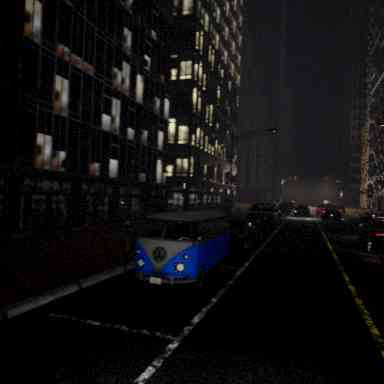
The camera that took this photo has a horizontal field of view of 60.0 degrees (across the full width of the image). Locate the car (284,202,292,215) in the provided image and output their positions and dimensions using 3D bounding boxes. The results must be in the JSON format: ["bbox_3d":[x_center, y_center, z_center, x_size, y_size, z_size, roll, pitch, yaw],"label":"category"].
[{"bbox_3d":[12.706,2.440,46.791,1.802,1.307,4.206,2,0,19],"label":"car"}]

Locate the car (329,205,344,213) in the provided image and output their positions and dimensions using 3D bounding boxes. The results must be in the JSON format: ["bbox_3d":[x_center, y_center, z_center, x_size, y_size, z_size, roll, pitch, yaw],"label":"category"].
[{"bbox_3d":[26.118,3.025,60.229,1.947,1.339,4.313,3,0,19],"label":"car"}]

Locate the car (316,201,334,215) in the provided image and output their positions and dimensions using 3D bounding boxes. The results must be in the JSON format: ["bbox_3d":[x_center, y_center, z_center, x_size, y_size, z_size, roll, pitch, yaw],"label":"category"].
[{"bbox_3d":[19.219,2.468,48.275,2.097,1.767,4.553,2,0,19],"label":"car"}]

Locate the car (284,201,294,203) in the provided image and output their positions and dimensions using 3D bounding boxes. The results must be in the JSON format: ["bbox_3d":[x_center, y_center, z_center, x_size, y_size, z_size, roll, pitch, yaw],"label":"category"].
[{"bbox_3d":[14.536,2.510,52.173,1.887,1.381,4.507,2,0,19],"label":"car"}]

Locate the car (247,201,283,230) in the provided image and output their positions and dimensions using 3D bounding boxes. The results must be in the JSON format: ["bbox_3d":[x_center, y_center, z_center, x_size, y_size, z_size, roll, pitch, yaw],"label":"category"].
[{"bbox_3d":[5.403,1.734,25.261,2.192,1.841,5.009,2,0,19],"label":"car"}]

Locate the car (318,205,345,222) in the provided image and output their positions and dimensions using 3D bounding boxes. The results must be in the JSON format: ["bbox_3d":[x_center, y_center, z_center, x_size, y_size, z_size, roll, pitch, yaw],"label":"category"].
[{"bbox_3d":[15.286,2.447,36.643,1.994,1.385,4.181,2,0,19],"label":"car"}]

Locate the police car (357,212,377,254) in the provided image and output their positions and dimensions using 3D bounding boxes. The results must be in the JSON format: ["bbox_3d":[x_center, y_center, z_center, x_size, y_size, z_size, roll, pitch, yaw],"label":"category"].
[{"bbox_3d":[9.059,1.908,15.576,1.930,1.638,5.238,2,0,19],"label":"police car"}]

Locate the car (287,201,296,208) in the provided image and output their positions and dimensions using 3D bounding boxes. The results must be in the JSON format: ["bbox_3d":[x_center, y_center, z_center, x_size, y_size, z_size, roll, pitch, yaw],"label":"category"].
[{"bbox_3d":[23.686,2.921,79.087,1.967,1.590,4.097,3,0,19],"label":"car"}]

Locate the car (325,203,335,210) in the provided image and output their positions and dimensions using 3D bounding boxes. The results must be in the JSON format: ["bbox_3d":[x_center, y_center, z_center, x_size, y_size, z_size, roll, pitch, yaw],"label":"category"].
[{"bbox_3d":[31.606,3.309,76.375,1.887,1.381,4.507,3,0,19],"label":"car"}]

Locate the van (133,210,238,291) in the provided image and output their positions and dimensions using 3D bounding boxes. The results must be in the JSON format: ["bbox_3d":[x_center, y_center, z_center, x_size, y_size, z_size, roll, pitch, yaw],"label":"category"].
[{"bbox_3d":[-0.084,1.417,9.113,1.690,1.788,3.998,2,0,19],"label":"van"}]

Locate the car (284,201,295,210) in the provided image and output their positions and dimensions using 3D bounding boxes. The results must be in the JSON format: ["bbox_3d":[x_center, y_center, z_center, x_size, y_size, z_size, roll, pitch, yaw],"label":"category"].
[{"bbox_3d":[20.028,2.719,68.322,1.967,1.590,4.097,3,0,19],"label":"car"}]

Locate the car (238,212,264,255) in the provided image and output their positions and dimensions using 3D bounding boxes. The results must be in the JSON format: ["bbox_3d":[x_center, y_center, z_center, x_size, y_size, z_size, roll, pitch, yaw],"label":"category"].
[{"bbox_3d":[1.734,1.757,14.493,1.947,1.339,4.313,2,0,19],"label":"car"}]

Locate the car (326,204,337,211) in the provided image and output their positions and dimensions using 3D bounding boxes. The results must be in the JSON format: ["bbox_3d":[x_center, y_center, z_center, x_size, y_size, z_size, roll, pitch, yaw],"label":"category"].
[{"bbox_3d":[29.775,3.246,70.993,1.802,1.307,4.206,3,0,19],"label":"car"}]

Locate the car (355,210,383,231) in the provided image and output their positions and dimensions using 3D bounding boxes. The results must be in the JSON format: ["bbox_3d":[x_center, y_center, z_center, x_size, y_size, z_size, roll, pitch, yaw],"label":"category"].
[{"bbox_3d":[15.148,2.364,27.936,2.008,1.369,4.403,2,0,19],"label":"car"}]

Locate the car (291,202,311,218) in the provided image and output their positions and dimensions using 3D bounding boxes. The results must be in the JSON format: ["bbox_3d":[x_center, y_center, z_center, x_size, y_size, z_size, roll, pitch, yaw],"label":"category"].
[{"bbox_3d":[13.860,2.392,41.838,1.812,1.442,4.674,2,0,19],"label":"car"}]

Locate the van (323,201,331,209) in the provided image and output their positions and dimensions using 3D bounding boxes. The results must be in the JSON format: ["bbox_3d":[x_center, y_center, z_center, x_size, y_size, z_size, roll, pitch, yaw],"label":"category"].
[{"bbox_3d":[35.056,3.293,86.502,1.690,1.788,3.998,3,0,19],"label":"van"}]

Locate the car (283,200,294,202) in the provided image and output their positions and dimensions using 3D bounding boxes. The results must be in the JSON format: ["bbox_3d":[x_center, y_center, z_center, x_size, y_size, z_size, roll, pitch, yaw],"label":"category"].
[{"bbox_3d":[16.375,2.386,57.556,2.192,1.841,5.009,3,0,19],"label":"car"}]

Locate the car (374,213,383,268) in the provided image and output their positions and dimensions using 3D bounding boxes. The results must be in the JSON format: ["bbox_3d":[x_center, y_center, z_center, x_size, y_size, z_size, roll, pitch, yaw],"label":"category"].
[{"bbox_3d":[7.087,1.709,9.765,2.097,1.767,4.553,2,-1,19],"label":"car"}]
